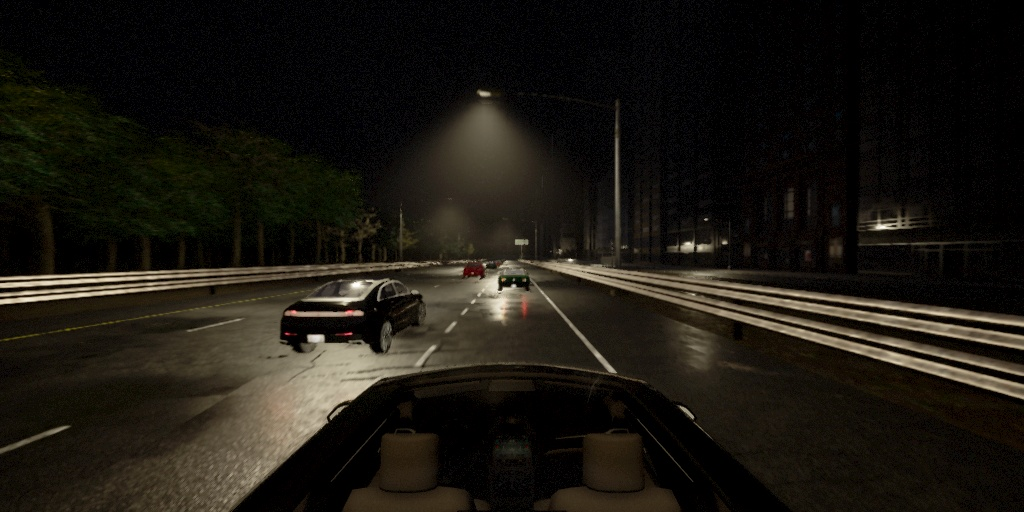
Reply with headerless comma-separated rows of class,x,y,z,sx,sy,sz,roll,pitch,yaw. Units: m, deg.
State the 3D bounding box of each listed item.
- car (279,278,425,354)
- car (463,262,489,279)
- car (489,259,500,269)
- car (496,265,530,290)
car,-3.496,1.274,8.824,2.128,1.511,4.902,0,0,0
car,-3.535,1.397,34.489,1.882,1.535,5.008,0,0,0
car,-3.662,1.688,64.496,1.994,1.385,4.181,0,0,0
car,0.111,1.456,23.161,1.895,1.301,4.718,0,0,0
